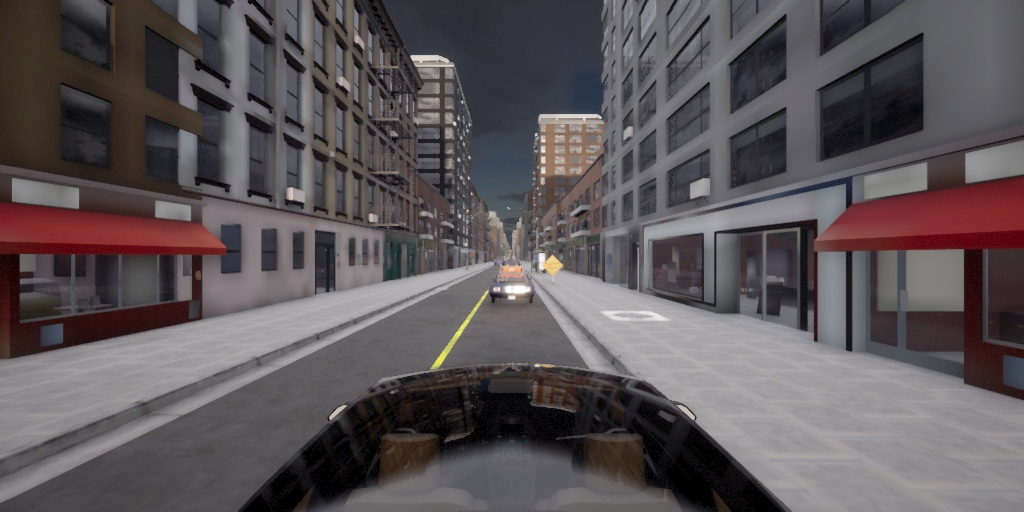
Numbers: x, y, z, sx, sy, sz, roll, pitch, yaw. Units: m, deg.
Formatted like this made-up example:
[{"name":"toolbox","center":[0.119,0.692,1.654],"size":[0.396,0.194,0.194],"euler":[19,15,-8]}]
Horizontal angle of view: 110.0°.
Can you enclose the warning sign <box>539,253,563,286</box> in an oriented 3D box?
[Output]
[{"name":"warning sign","center":[2.518,0.875,22.267],"size":[1.300,1.860,1.060],"euler":[0,0,0]}]

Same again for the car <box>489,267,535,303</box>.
[{"name":"car","center":[0.001,1.370,16.531],"size":[1.895,1.301,4.718],"euler":[0,0,0]}]

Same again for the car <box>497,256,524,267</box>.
[{"name":"car","center":[0.001,1.145,31.472],"size":[2.097,1.767,4.553],"euler":[0,0,0]}]
